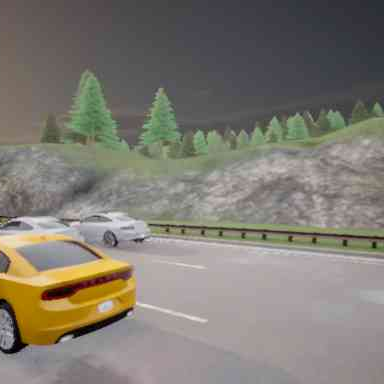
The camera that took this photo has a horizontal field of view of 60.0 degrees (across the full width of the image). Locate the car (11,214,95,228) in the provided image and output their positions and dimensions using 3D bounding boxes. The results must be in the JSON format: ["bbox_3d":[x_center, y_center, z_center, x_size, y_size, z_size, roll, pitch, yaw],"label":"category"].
[{"bbox_3d":[-5.987,1.632,12.364,4.674,1.442,1.812,-1,0,33],"label":"car"}]

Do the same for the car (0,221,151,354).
[{"bbox_3d":[-3.274,1.533,6.284,5.008,1.535,1.882,0,0,35],"label":"car"}]

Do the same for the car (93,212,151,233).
[{"bbox_3d":[-3.998,1.633,15.243,4.674,1.442,1.812,-1,0,33],"label":"car"}]
